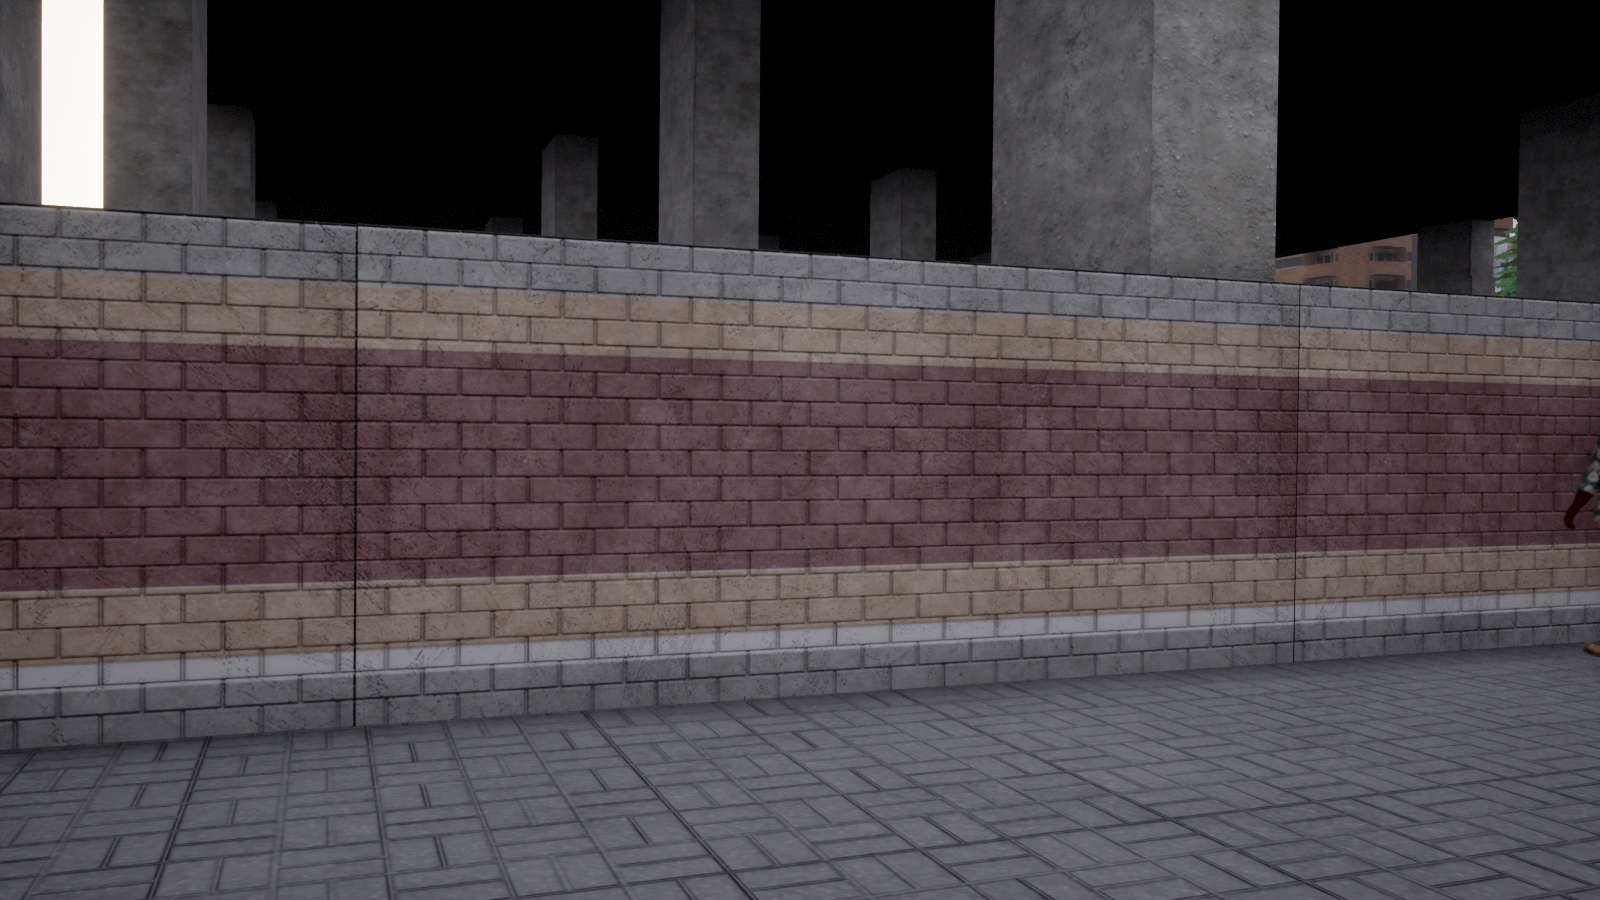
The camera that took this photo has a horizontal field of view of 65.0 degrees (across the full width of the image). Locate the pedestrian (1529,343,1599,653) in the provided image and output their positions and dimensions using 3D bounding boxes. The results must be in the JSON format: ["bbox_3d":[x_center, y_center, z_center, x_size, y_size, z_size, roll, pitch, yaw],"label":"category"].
[{"bbox_3d":[5.182,0.281,7.684,0.900,1.855,0.874,-1,1,-20],"label":"pedestrian"}]
